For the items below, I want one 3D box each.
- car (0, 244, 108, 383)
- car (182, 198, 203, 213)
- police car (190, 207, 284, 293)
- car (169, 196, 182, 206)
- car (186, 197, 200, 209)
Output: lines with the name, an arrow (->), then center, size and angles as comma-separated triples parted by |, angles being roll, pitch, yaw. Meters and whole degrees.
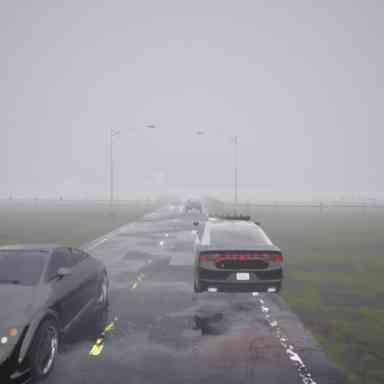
car -> -2.733, 1.565, 5.269 | 1.994, 1.385, 4.181 | 0, 0, 0
car -> 0.200, 1.502, 37.227 | 1.837, 1.490, 4.892 | 0, 0, 0
police car -> 0.993, 1.426, 9.007 | 1.930, 1.638, 5.238 | 0, 0, 0
car -> -2.562, 1.496, 54.793 | 1.837, 1.490, 4.892 | 0, 0, 0
car -> 0.190, 1.520, 47.396 | 1.812, 1.442, 4.674 | 0, 0, 1
